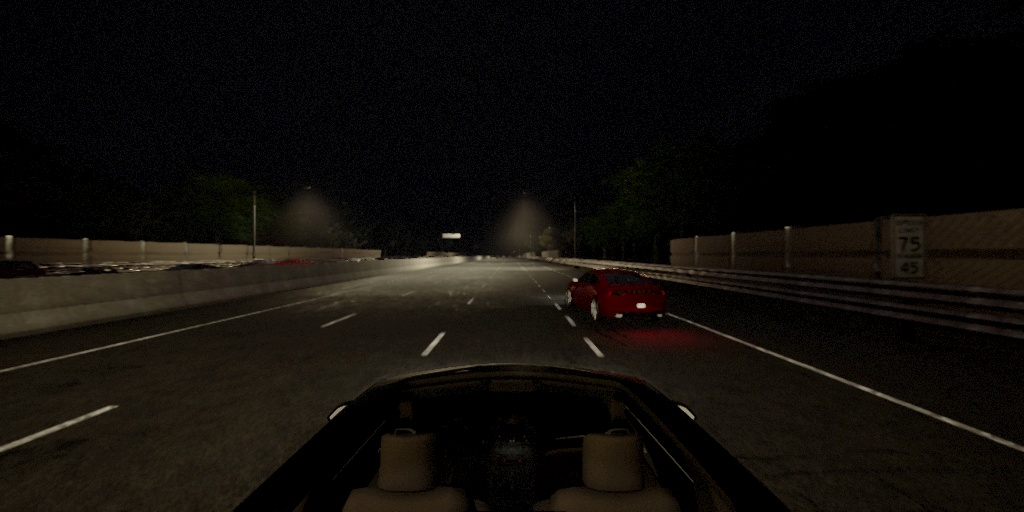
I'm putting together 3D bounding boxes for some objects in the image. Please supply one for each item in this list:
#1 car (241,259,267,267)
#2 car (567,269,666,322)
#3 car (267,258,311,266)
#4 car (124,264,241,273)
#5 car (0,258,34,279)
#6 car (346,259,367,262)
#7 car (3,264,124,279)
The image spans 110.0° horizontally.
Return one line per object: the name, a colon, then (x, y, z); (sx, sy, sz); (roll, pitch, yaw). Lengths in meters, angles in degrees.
car: (-28.099, 1.095, 40.216); (2.033, 1.411, 5.357); (0, 0, 0)
car: (3.232, 1.179, 12.092); (1.882, 1.535, 5.008); (0, 0, -6)
car: (-24.600, 1.038, 40.319); (1.882, 1.535, 5.008); (0, 0, 0)
car: (-17.605, 1.179, 19.572); (1.812, 1.442, 4.674); (0, 0, 0)
car: (-28.102, 1.009, 18.957); (2.097, 1.767, 4.553); (0, 0, 0)
car: (-17.600, 1.046, 40.346); (2.128, 1.511, 4.902); (0, 0, 0)
car: (-24.602, 1.250, 20.452); (1.895, 1.301, 4.718); (0, 0, 0)
